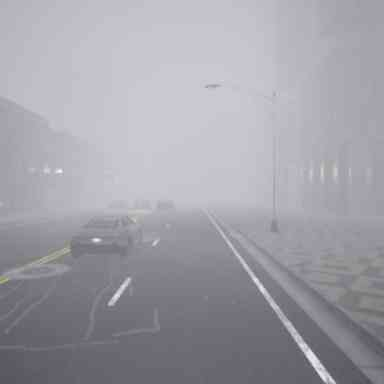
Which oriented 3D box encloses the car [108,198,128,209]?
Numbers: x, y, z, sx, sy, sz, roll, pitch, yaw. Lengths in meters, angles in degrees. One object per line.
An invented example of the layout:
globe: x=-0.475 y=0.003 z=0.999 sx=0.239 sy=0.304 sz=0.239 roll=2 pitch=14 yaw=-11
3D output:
car: x=-9.817 y=1.544 z=44.420 sx=1.812 sy=1.442 sz=4.674 roll=0 pitch=0 yaw=0

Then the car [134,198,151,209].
car: x=-6.567 y=1.508 z=44.443 sx=2.128 sy=1.511 sz=4.902 roll=0 pitch=0 yaw=0

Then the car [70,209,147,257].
car: x=-3.146 y=1.567 z=12.970 sx=1.994 sy=1.385 sz=4.181 roll=0 pitch=0 yaw=0

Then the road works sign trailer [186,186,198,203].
road works sign trailer: x=0.036 y=0.496 z=71.146 sx=2.380 sy=3.560 sz=2.880 roll=0 pitch=0 yaw=0

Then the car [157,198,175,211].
car: x=-3.137 y=1.493 z=40.131 sx=1.882 sy=1.535 sz=5.008 roll=0 pitch=0 yaw=0
